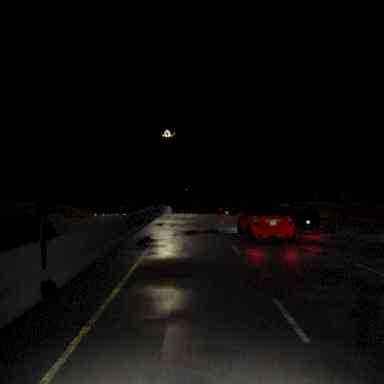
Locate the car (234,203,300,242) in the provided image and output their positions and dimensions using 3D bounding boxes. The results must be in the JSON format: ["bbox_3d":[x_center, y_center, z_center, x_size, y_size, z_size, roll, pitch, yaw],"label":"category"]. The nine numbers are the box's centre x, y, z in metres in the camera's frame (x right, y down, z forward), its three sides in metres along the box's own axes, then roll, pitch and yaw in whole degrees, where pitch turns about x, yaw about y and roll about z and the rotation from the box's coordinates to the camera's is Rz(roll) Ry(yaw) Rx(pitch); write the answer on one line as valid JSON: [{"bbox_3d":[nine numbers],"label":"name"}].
[{"bbox_3d":[3.592,1.413,16.856,2.097,1.767,4.553,0,0,0],"label":"car"}]

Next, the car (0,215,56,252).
[{"bbox_3d":[-7.106,1.594,12.806,2.033,1.411,5.357,0,0,0],"label":"car"}]

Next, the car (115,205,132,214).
[{"bbox_3d":[-10.597,2.778,51.946,1.882,1.535,5.008,0,-5,0],"label":"car"}]

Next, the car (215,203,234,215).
[{"bbox_3d":[3.584,1.882,36.510,1.895,1.301,4.718,0,-2,0],"label":"car"}]

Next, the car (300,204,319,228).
[{"bbox_3d":[7.090,1.588,22.714,1.837,1.490,4.892,0,0,0],"label":"car"}]

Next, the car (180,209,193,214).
[{"bbox_3d":[-1.252,3.946,62.650,1.837,1.490,4.892,0,-6,0],"label":"car"}]

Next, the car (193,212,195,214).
[{"bbox_3d":[-0.031,5.593,79.429,1.882,1.535,5.008,0,-6,0],"label":"car"}]

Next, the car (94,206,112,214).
[{"bbox_3d":[-14.092,2.931,52.629,1.994,1.385,4.181,0,-6,0],"label":"car"}]
